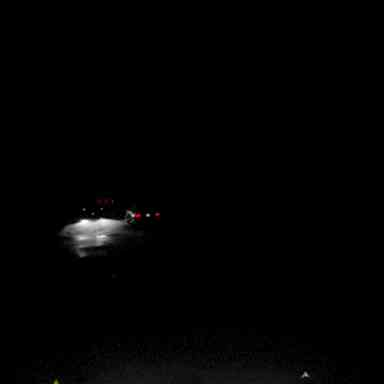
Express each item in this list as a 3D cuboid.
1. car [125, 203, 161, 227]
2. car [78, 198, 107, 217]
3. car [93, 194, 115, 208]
[{"bbox_3d":[-3.393,1.476,22.606,2.033,1.411,5.357,-3,0,-17],"label":"car"},{"bbox_3d":[-9.253,1.524,30.305,1.895,1.301,4.718,-1,1,-22],"label":"car"},{"bbox_3d":[-10.877,1.028,40.253,2.097,1.767,4.553,-1,2,-28],"label":"car"}]
